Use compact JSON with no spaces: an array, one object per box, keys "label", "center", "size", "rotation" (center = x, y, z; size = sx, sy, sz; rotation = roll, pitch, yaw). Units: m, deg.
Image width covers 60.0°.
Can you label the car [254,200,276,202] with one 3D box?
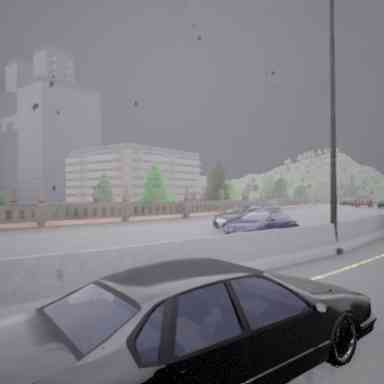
[{"label":"car","center":[6.281,1.513,29.777],"size":[2.097,1.767,4.553],"rotation":[-1,-1,39]}]

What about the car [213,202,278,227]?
[{"label":"car","center":[3.350,1.598,21.185],"size":[2.128,1.511,4.902],"rotation":[0,0,44]}]

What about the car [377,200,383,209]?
[{"label":"car","center":[28.221,1.816,48.402],"size":[1.895,1.301,4.718],"rotation":[0,0,35]}]

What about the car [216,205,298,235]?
[{"label":"car","center":[3.532,1.603,16.419],"size":[4.674,1.442,1.812],"rotation":[0,0,-44]}]

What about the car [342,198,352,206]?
[{"label":"car","center":[29.609,1.784,62.531],"size":[1.882,1.535,5.008],"rotation":[0,0,35]}]

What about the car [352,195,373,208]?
[{"label":"car","center":[28.291,1.478,54.573],"size":[2.150,2.045,5.566],"rotation":[0,0,35]}]

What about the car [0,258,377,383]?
[{"label":"car","center":[0.138,1.566,4.016],"size":[5.357,1.411,2.033],"rotation":[0,0,-37]}]
